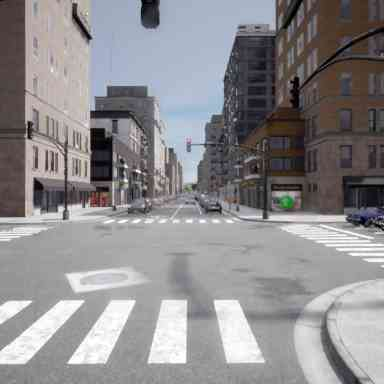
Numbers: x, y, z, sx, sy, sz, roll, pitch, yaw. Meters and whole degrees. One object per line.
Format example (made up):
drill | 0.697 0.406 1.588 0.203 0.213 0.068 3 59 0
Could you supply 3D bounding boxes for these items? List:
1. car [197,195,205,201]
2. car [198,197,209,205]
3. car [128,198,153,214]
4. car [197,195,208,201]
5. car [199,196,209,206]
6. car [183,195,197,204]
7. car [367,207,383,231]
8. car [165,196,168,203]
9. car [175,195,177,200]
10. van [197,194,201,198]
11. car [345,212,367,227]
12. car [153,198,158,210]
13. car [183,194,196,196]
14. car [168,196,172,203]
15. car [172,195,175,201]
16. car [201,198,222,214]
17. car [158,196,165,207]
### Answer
car | 2.200 1.600 85.781 1.967 1.590 4.097 0 0 0
car | 2.224 1.648 63.738 2.008 1.369 4.403 0 0 0
car | -5.771 1.480 36.176 1.967 1.590 4.097 0 0 0
car | 2.235 1.637 52.717 1.947 1.339 4.313 0 0 0
car | 2.242 1.641 47.206 1.802 1.307 4.206 0 0 0
car | -0.309 1.696 63.145 1.895 1.301 4.718 0 0 0
car | 12.215 1.550 17.472 4.718 1.301 1.895 0 0 0
car | -5.795 1.634 58.218 2.008 1.369 4.403 0 0 0
car | -5.831 1.721 91.283 1.887 1.381 4.507 0 0 0
van | 2.230 1.424 58.227 1.690 1.788 3.998 0 0 0
car | 12.197 1.556 20.720 4.718 1.301 1.895 0 0 0
car | -5.777 1.490 41.686 1.967 1.590 4.097 0 0 0
car | -0.422 1.664 73.454 2.033 1.411 5.357 0 0 0
car | -5.807 1.552 69.240 1.967 1.590 4.097 0 0 0
car | -5.819 1.695 80.261 2.008 1.369 4.403 0 0 0
car | 2.254 1.606 36.183 1.947 1.339 4.313 0 0 0
car | -5.789 1.653 52.707 1.802 1.307 4.206 0 0 0
